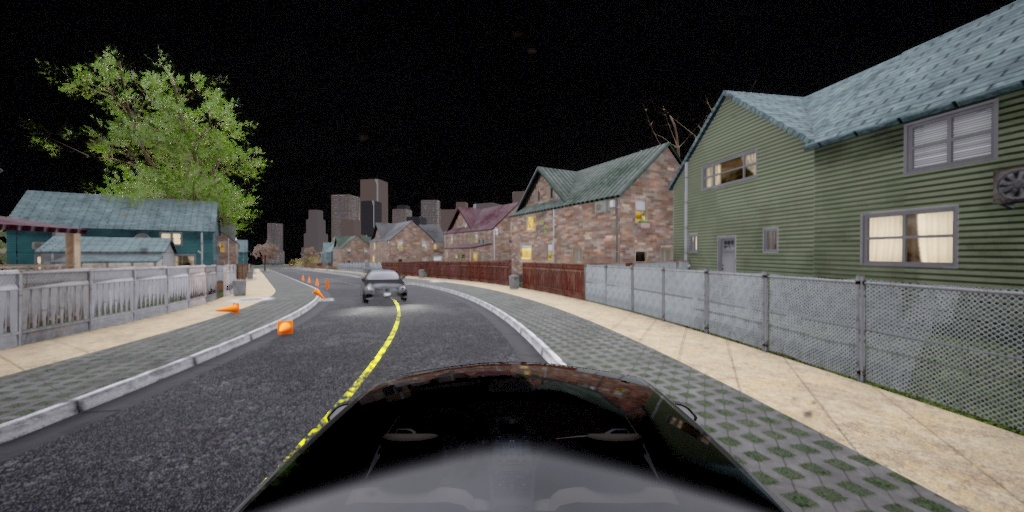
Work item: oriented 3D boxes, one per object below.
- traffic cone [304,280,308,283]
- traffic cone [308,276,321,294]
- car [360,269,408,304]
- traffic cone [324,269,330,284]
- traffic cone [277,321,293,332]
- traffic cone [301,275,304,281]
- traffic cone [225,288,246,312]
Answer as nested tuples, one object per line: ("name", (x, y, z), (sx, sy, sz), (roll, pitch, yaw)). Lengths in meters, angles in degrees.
("traffic cone", (-18.021, 2.082, 31.869), (0.340, 0.580, 0.340), (0, 0, -36))
("traffic cone", (-8.874, 1.266, 16.119), (0.340, 0.580, 0.340), (0, 0, -30))
("car", (-6.168, 1.357, 17.120), (1.812, 1.442, 4.674), (0, -1, -24))
("traffic cone", (-11.709, 1.310, 22.711), (0.340, 0.580, 0.340), (0, 0, -24))
("traffic cone", (-5.861, 1.559, 9.272), (0.340, 0.580, 0.340), (0, 0, -20))
("traffic cone", (-20.937, 2.166, 35.931), (0.340, 0.580, 0.340), (0, 0, -36))
("traffic cone", (-9.119, 1.438, 11.853), (0.340, 0.580, 0.340), (0, 0, -19))
